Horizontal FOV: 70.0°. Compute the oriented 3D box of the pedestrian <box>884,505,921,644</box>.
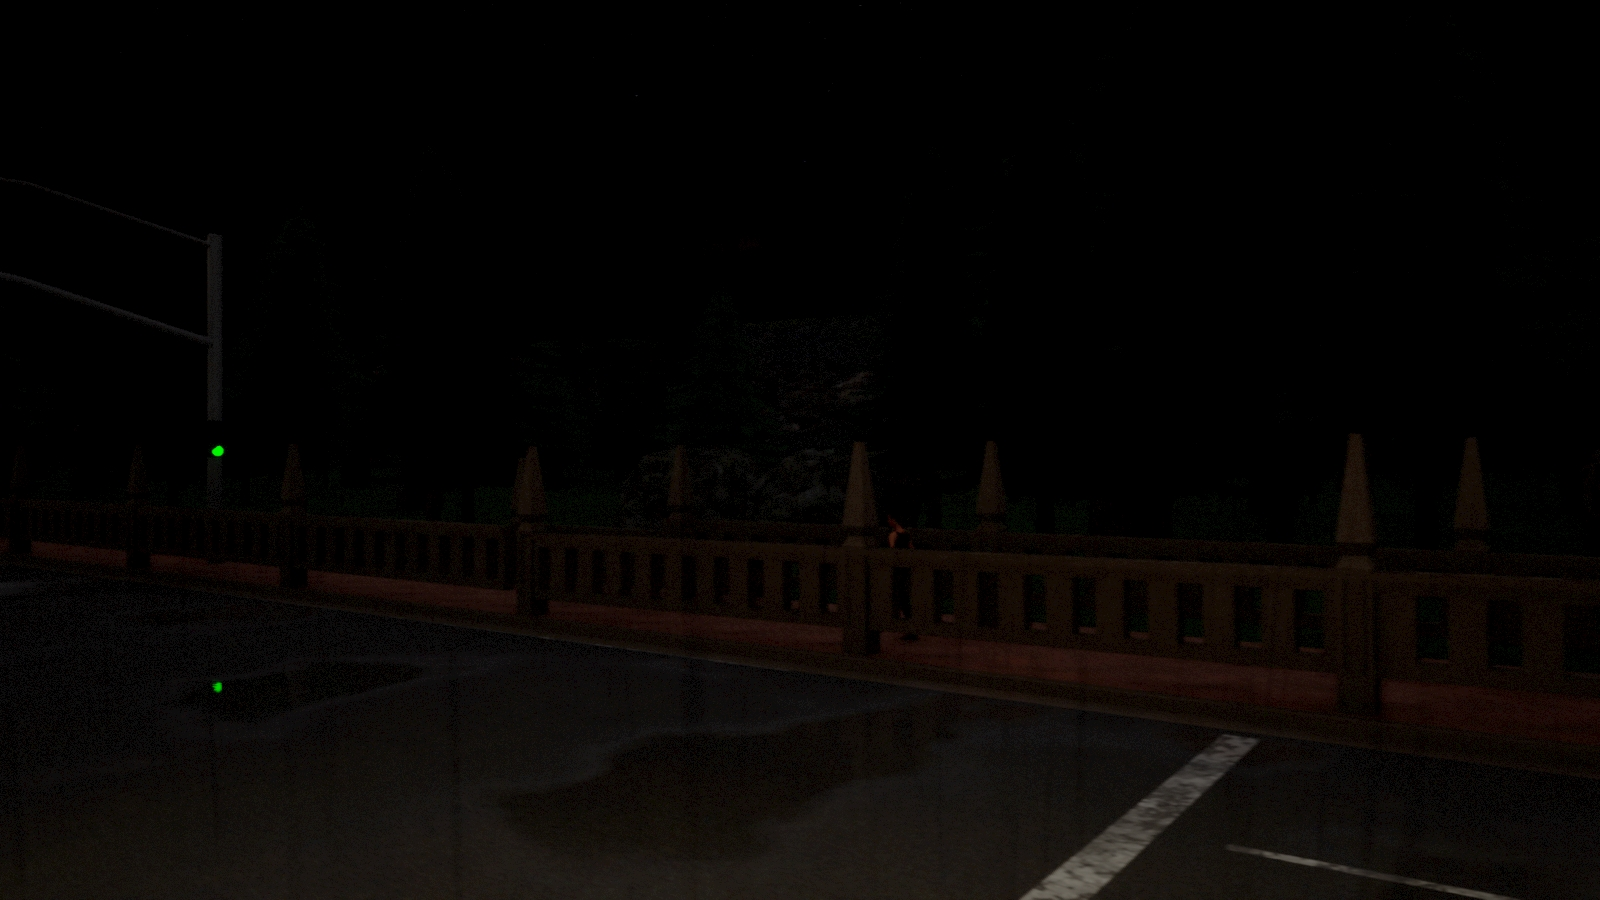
[{"bbox_3d":[1.417,1.700,15.789,0.375,1.860,0.375,0,0,35],"label":"pedestrian"}]
